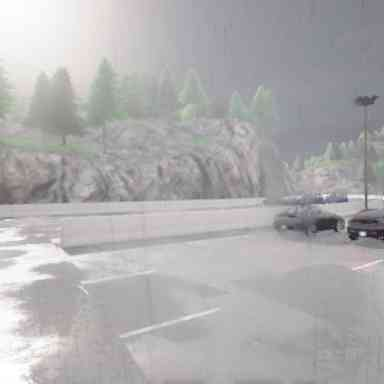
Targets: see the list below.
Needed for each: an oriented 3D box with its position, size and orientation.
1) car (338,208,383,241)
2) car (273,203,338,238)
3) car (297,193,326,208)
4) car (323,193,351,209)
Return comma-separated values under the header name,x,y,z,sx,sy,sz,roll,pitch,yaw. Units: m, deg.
name,x,y,z,sx,sy,sz,roll,pitch,yaw
car,8.984,1.499,15.487,4.892,1.490,1.837,0,0,-40
car,6.340,1.505,17.818,4.902,1.511,2.128,0,0,-40
car,17.886,1.253,49.613,2.150,2.045,5.566,0,0,40
car,20.753,1.233,47.586,2.150,2.045,5.566,0,0,40
